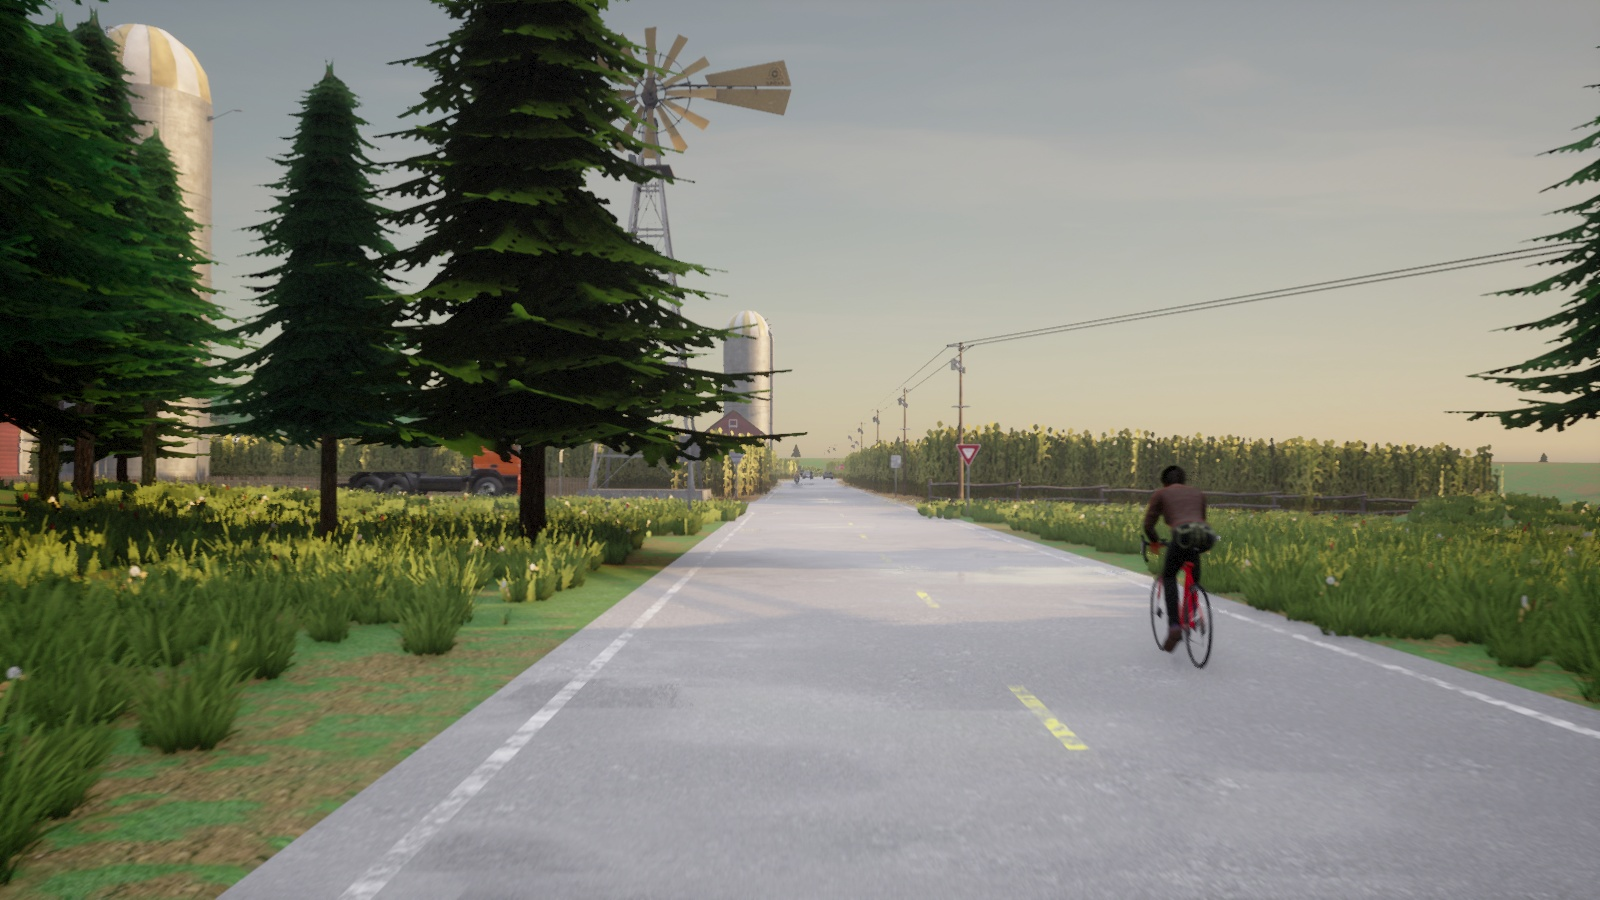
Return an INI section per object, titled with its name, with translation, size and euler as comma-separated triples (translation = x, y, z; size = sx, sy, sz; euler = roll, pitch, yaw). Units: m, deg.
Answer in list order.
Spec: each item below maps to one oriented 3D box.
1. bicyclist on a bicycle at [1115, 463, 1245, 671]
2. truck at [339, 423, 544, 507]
[bicyclist on a bicycle]
translation = 3.176, 0.933, 10.644
size = 0.582, 1.620, 1.656
euler = 0, -1, 0
[truck]
translation = -15.223, 0.652, 53.683
size = 7.936, 3.462, 2.891
euler = 0, -1, 0
